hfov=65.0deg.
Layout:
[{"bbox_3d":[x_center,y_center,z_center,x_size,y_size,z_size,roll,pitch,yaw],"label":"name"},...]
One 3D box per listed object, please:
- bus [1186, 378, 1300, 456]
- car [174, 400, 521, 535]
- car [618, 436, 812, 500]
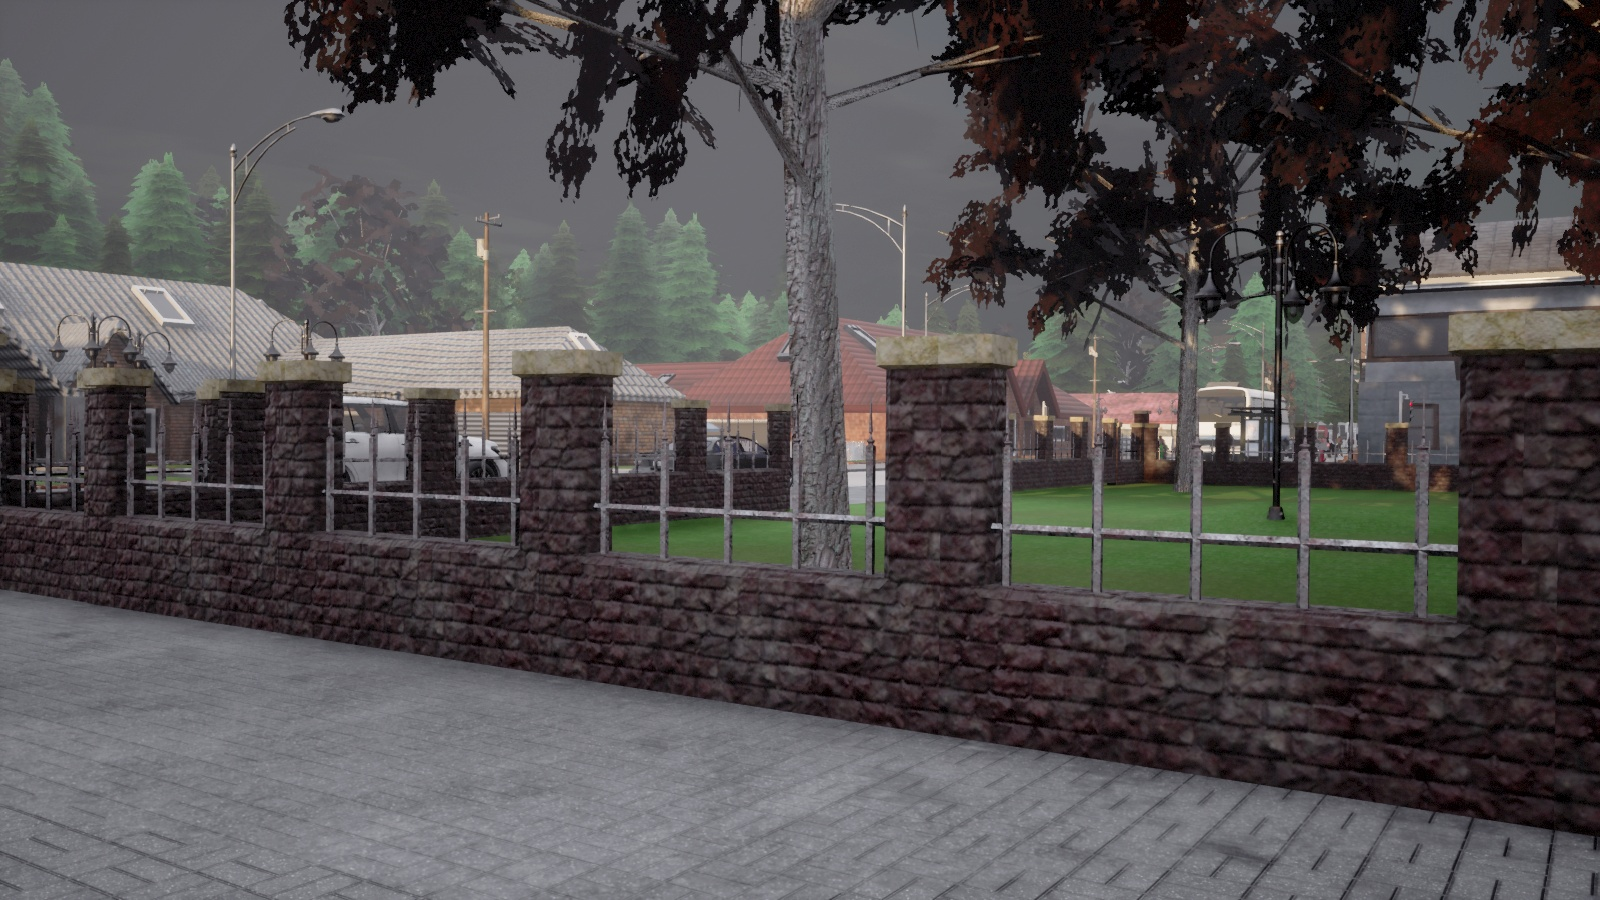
[{"bbox_3d":[26.289,-1.895,74.136,3.944,4.253,10.273,0,1,33],"label":"bus"},{"bbox_3d":[-7.683,0.219,22.017,2.150,2.045,5.566,0,1,32],"label":"car"},{"bbox_3d":[-1.944,0.375,30.879,2.033,1.411,5.357,0,1,31],"label":"car"}]
